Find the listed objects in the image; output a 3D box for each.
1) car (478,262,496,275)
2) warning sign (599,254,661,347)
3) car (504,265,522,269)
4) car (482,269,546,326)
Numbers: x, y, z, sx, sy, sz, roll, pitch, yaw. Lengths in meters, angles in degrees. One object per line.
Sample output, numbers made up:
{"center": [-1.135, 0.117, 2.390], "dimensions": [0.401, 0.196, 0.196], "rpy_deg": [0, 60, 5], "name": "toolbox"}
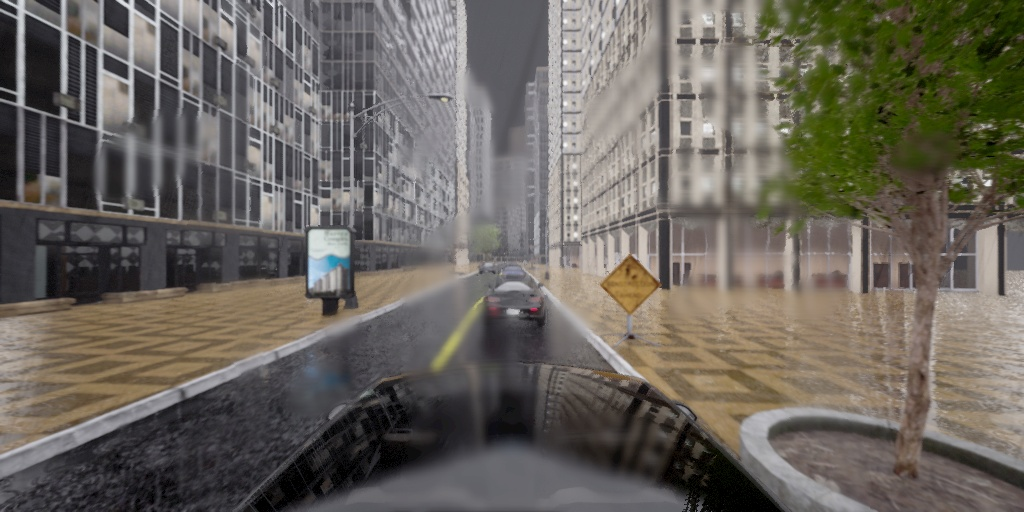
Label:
{"center": [-2.843, 1.452, 42.132], "dimensions": [1.812, 1.442, 4.674], "rpy_deg": [0, 0, 0], "name": "car"}
{"center": [2.517, 0.891, 7.680], "dimensions": [1.300, 1.860, 1.060], "rpy_deg": [0, 0, 0], "name": "warning sign"}
{"center": [0.084, 1.413, 28.593], "dimensions": [2.033, 1.411, 5.357], "rpy_deg": [0, 0, 0], "name": "car"}
{"center": [0.074, 1.318, 11.685], "dimensions": [1.812, 1.442, 4.674], "rpy_deg": [0, 0, 0], "name": "car"}
